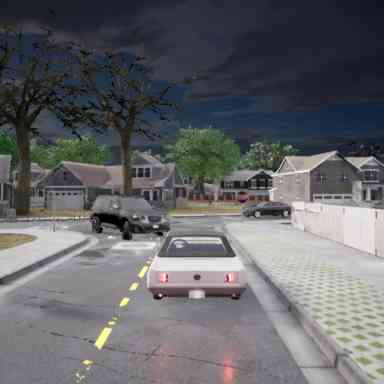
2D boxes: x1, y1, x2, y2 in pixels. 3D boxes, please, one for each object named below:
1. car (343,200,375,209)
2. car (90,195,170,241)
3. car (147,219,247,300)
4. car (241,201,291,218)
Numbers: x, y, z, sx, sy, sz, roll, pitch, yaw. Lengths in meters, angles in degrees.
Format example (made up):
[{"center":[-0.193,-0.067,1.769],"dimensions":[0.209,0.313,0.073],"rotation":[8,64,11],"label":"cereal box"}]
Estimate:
[{"center":[15.871,1.592,33.212],"dimensions":[4.892,1.490,1.837],"rotation":[0,0,-17],"label":"car"},{"center":[-3.361,1.223,17.329],"dimensions":[2.150,2.045,5.566],"rotation":[3,-2,-39],"label":"car"},{"center":[0.100,1.601,8.360],"dimensions":[1.895,1.301,4.718],"rotation":[0,0,0],"label":"car"},{"center":[6.792,1.552,30.130],"dimensions":[4.892,1.490,1.837],"rotation":[0,0,-19],"label":"car"}]
